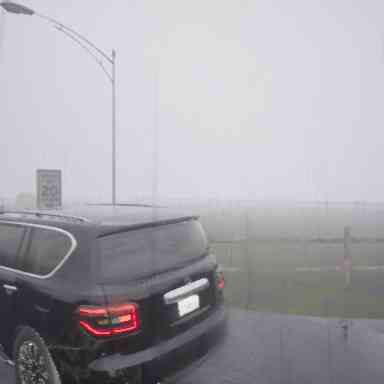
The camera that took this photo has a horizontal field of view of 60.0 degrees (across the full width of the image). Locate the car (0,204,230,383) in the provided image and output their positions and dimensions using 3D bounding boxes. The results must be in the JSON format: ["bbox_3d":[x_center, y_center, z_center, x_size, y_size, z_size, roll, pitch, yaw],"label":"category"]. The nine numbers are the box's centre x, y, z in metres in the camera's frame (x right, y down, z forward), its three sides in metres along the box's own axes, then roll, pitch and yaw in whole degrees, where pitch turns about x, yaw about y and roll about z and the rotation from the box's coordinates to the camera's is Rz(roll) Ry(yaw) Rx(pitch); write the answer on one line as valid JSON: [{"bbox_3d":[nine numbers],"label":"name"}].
[{"bbox_3d":[-2.081,1.227,5.041,5.566,2.045,2.150,0,2,40],"label":"car"}]
